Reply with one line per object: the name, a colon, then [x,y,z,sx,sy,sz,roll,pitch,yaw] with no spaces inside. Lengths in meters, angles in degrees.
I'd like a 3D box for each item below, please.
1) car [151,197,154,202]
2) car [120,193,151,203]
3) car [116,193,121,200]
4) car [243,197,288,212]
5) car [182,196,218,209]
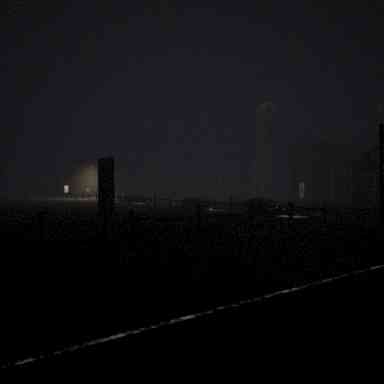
car: [-8.677,1.084,59.318,1.895,1.301,4.718,-1,1,-36]
car: [-9.513,1.077,55.653,2.033,1.411,5.357,-1,1,-35]
car: [-13.535,0.905,66.048,1.837,1.490,4.892,-1,1,-36]
car: [7.071,1.306,32.507,1.837,1.490,4.892,-1,1,-36]
car: [0.892,1.249,41.098,2.033,1.411,5.357,-1,1,-36]
